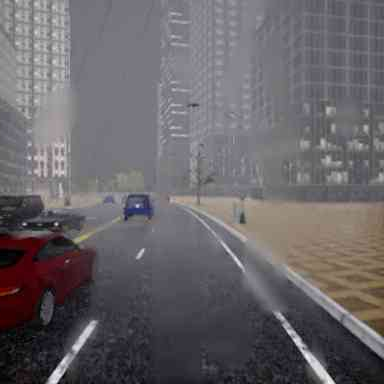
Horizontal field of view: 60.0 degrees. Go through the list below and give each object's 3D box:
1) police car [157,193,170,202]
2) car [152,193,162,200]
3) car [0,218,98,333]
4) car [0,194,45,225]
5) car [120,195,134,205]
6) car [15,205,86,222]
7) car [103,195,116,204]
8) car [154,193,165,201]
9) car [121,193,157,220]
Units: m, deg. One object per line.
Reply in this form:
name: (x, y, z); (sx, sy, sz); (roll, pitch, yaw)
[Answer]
police car: (-5.698, 1.240, 69.545); (1.930, 1.638, 5.238); (0, 0, -11)
car: (-9.067, 1.132, 85.302); (2.097, 1.767, 4.553); (0, 0, -13)
car: (-3.277, 1.511, 6.671); (1.812, 1.442, 4.674); (0, 0, -1)
car: (-10.441, 1.179, 19.403); (2.150, 2.045, 5.566); (0, 0, -3)
car: (-11.407, 1.343, 58.534); (2.128, 1.511, 4.902); (0, 0, -9)
car: (-7.085, 1.559, 17.465); (1.895, 1.301, 4.718); (0, 0, -3)
car: (-15.061, 1.327, 60.873); (1.882, 1.535, 5.008); (0, 0, -9)
car: (-7.714, 1.144, 79.359); (2.097, 1.767, 4.553); (0, 0, -12)
car: (-4.261, 1.148, 27.442); (2.150, 2.045, 5.566); (0, 0, -4)
